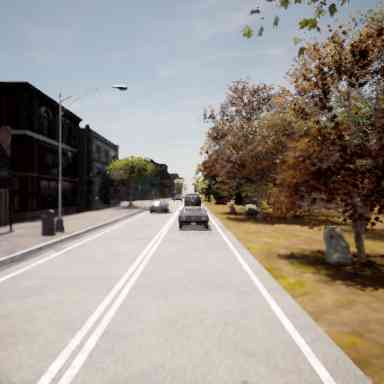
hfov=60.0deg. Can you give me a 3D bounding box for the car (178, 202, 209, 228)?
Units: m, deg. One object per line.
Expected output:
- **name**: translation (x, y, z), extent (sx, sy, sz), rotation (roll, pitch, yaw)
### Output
- **car**: translation (0.093, 1.596, 22.048), extent (1.895, 1.301, 4.718), rotation (0, 0, 0)

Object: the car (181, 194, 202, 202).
- **car**: translation (0.090, 1.208, 42.756), extent (2.150, 2.045, 5.566), rotation (0, 0, 0)

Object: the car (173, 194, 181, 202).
- **car**: translation (-3.191, 1.376, 76.784), extent (2.097, 1.767, 4.553), rotation (0, 0, 1)

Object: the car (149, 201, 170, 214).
- **car**: translation (-3.353, 1.591, 35.032), extent (1.895, 1.301, 4.718), rotation (0, 0, 0)
